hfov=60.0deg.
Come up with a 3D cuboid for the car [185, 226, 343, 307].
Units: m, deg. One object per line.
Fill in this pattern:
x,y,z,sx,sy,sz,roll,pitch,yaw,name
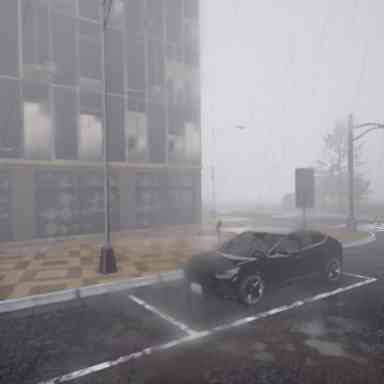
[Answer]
1.856,1.529,7.891,4.313,1.339,1.947,0,-1,-35,car
